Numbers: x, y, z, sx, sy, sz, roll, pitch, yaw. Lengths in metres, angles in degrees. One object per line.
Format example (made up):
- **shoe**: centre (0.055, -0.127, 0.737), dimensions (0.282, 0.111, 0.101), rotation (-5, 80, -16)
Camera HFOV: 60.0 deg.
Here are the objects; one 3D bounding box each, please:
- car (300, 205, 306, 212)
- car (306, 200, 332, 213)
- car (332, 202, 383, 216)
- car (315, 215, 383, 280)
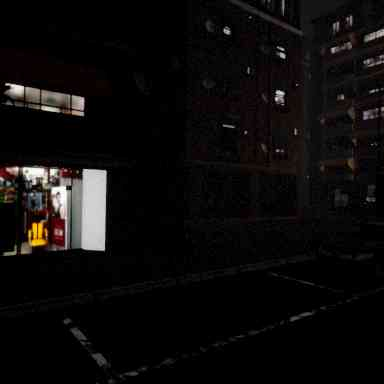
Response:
- **car**: centre (9.164, 1.328, 35.792), dimensions (2.192, 1.841, 5.009), rotation (1, -1, -35)
- **car**: centre (15.508, 1.708, 40.460), dimensions (1.752, 1.417, 4.829), rotation (1, -1, -35)
- **car**: centre (15.851, 1.641, 30.555), dimensions (1.895, 1.301, 4.718), rotation (2, -1, -35)
- **car**: centre (5.469, 1.588, 9.929), dimensions (4.206, 1.307, 1.802), rotation (0, 1, -35)
